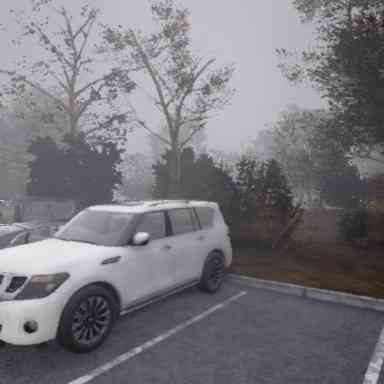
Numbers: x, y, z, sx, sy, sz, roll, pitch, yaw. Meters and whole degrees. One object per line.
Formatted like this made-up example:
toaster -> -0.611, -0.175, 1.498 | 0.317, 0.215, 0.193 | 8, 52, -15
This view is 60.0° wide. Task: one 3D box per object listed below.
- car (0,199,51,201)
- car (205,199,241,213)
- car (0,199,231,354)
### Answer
car -> -5.708, 1.241, 9.837 | 2.435, 2.045, 5.566 | 0, 0, 35
car -> 3.669, 1.618, 39.142 | 1.837, 1.490, 4.892 | -2, -1, 38
car -> -1.248, 1.219, 6.684 | 2.435, 2.045, 5.566 | 0, 0, 35
